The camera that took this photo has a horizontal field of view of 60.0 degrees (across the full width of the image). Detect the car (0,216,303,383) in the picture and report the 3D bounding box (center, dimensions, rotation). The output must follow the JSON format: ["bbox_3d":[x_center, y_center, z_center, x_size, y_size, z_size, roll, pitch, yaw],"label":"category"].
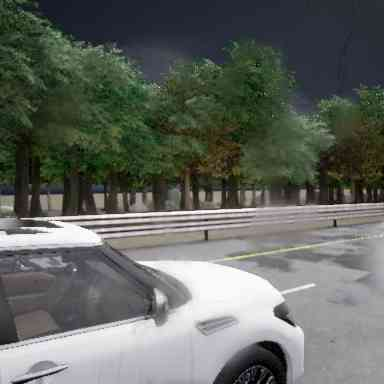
[{"bbox_3d":[-1.529,1.221,2.655,5.566,2.045,2.150,0,0,-35],"label":"car"}]

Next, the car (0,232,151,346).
[{"bbox_3d":[-3.258,1.601,5.718,4.718,1.301,1.895,0,0,-35],"label":"car"}]
